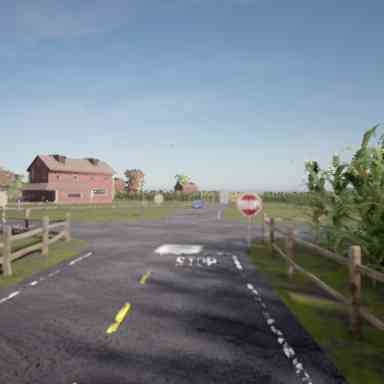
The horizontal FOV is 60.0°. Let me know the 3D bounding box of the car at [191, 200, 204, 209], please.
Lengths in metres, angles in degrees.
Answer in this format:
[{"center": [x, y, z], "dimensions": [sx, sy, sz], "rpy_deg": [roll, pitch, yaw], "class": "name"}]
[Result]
[{"center": [0.916, 2.163, 56.326], "dimensions": [1.812, 1.442, 4.674], "rpy_deg": [0, -1, 7], "class": "car"}]
